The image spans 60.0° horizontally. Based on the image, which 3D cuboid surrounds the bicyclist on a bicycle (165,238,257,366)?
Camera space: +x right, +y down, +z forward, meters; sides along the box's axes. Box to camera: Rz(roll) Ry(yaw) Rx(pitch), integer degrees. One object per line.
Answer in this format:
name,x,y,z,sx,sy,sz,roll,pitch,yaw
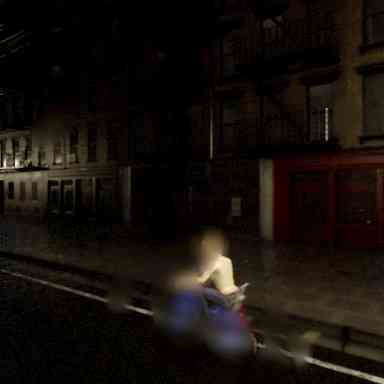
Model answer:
bicyclist on a bicycle,0.203,1.427,4.565,1.509,1.612,0.866,0,0,35
